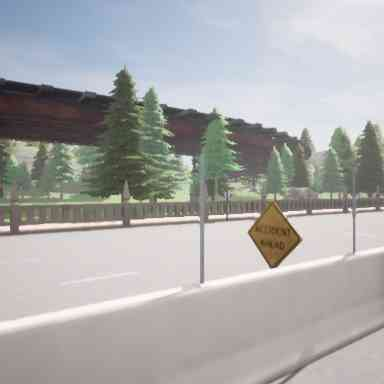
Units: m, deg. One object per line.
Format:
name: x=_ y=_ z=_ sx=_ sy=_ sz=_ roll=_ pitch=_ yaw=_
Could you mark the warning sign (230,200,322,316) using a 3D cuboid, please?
warning sign: x=1.546 y=1.098 z=6.262 sx=1.060 sy=1.860 sz=1.300 roll=0 pitch=0 yaw=-35
